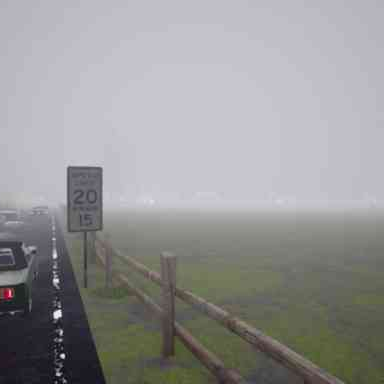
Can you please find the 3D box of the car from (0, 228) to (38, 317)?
[{"bbox_3d":[-4.438,1.720,7.249,1.895,1.301,4.718,0,-1,-23],"label":"car"}]

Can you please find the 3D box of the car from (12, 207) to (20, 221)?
[{"bbox_3d":[-18.323,2.159,33.052,1.994,1.385,4.181,0,-1,-22],"label":"car"}]

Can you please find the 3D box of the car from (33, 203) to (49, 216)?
[{"bbox_3d":[-20.094,2.273,44.498,1.837,1.490,4.892,0,-1,-23],"label":"car"}]

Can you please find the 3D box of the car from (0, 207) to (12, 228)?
[{"bbox_3d":[-14.333,1.976,23.450,2.033,1.411,5.357,0,-1,-23],"label":"car"}]

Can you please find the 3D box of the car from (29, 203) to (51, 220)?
[{"bbox_3d":[-16.135,2.152,35.198,2.033,1.411,5.357,0,-1,-22],"label":"car"}]
